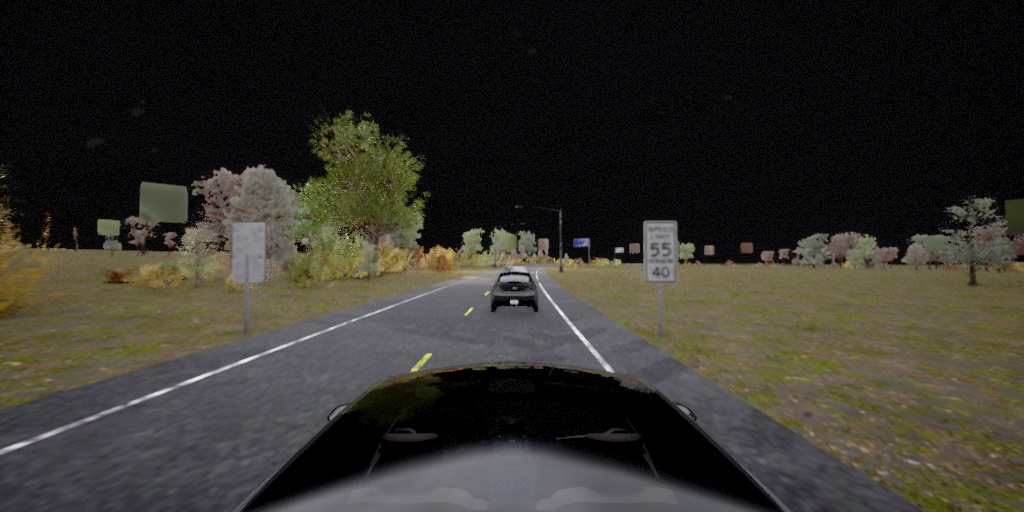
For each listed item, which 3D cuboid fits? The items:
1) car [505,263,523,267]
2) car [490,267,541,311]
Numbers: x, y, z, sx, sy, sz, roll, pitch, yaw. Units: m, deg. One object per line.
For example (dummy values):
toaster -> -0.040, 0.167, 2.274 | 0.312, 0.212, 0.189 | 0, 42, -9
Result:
car -> 0.611, 1.598, 30.610 | 1.812, 1.442, 4.674 | 0, 0, 3
car -> 0.145, 1.408, 15.254 | 1.837, 1.490, 4.892 | 0, 0, 2
